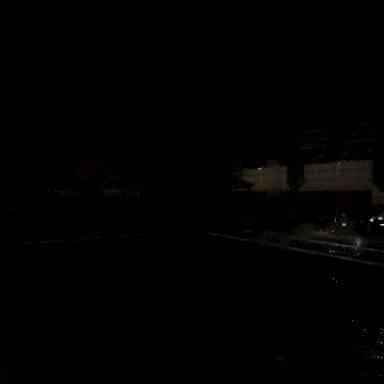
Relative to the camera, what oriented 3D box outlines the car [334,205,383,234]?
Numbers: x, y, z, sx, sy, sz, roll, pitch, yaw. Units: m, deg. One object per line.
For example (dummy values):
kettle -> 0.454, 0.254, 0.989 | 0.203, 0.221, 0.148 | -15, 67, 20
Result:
car -> 10.483, 1.585, 19.984 | 4.892, 1.490, 1.837 | 0, 0, -35
